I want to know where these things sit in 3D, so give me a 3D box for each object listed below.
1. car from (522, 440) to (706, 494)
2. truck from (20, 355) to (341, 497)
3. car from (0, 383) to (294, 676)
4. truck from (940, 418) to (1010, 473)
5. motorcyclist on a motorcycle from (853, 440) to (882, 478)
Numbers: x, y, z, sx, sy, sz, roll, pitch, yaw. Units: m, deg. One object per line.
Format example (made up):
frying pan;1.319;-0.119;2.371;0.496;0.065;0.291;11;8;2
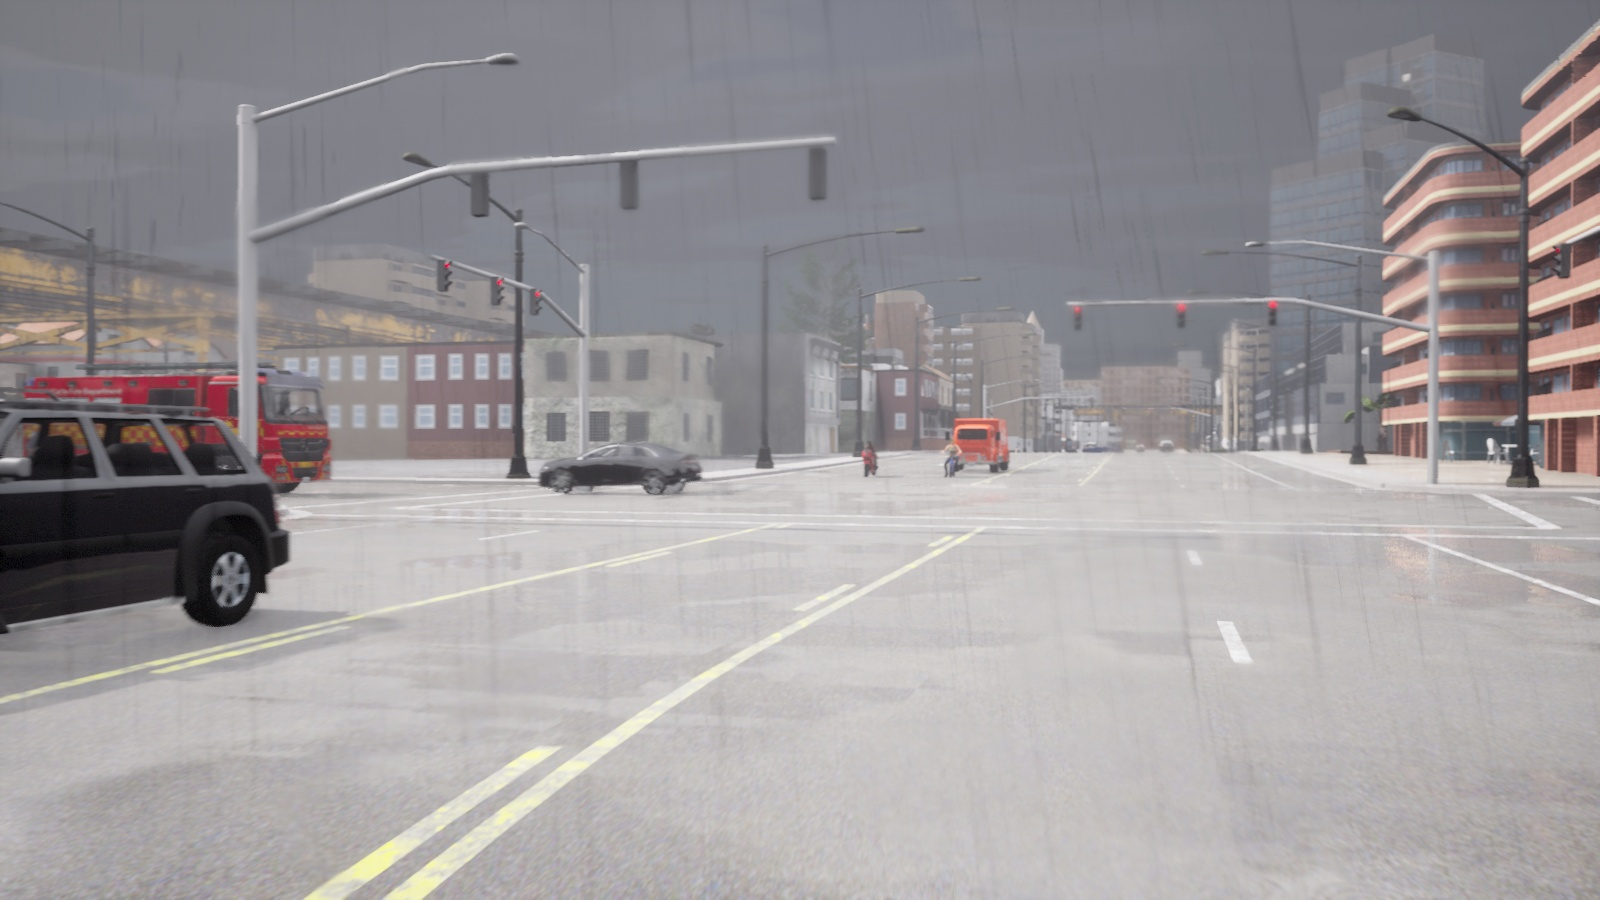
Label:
car;-5.434;0.486;36.859;4.902;1.511;2.128;0;1;14
truck;-17.883;-0.664;36.351;8.468;3.827;2.891;0;0;14
car;-5.851;0.499;8.860;1.932;1.855;4.605;0;0;13
truck;8.270;-0.249;58.911;2.627;2.467;5.204;0;1;15
motorcyclist on a motorcycle;2.821;0.347;52.179;0.797;1.523;2.044;0;1;15
